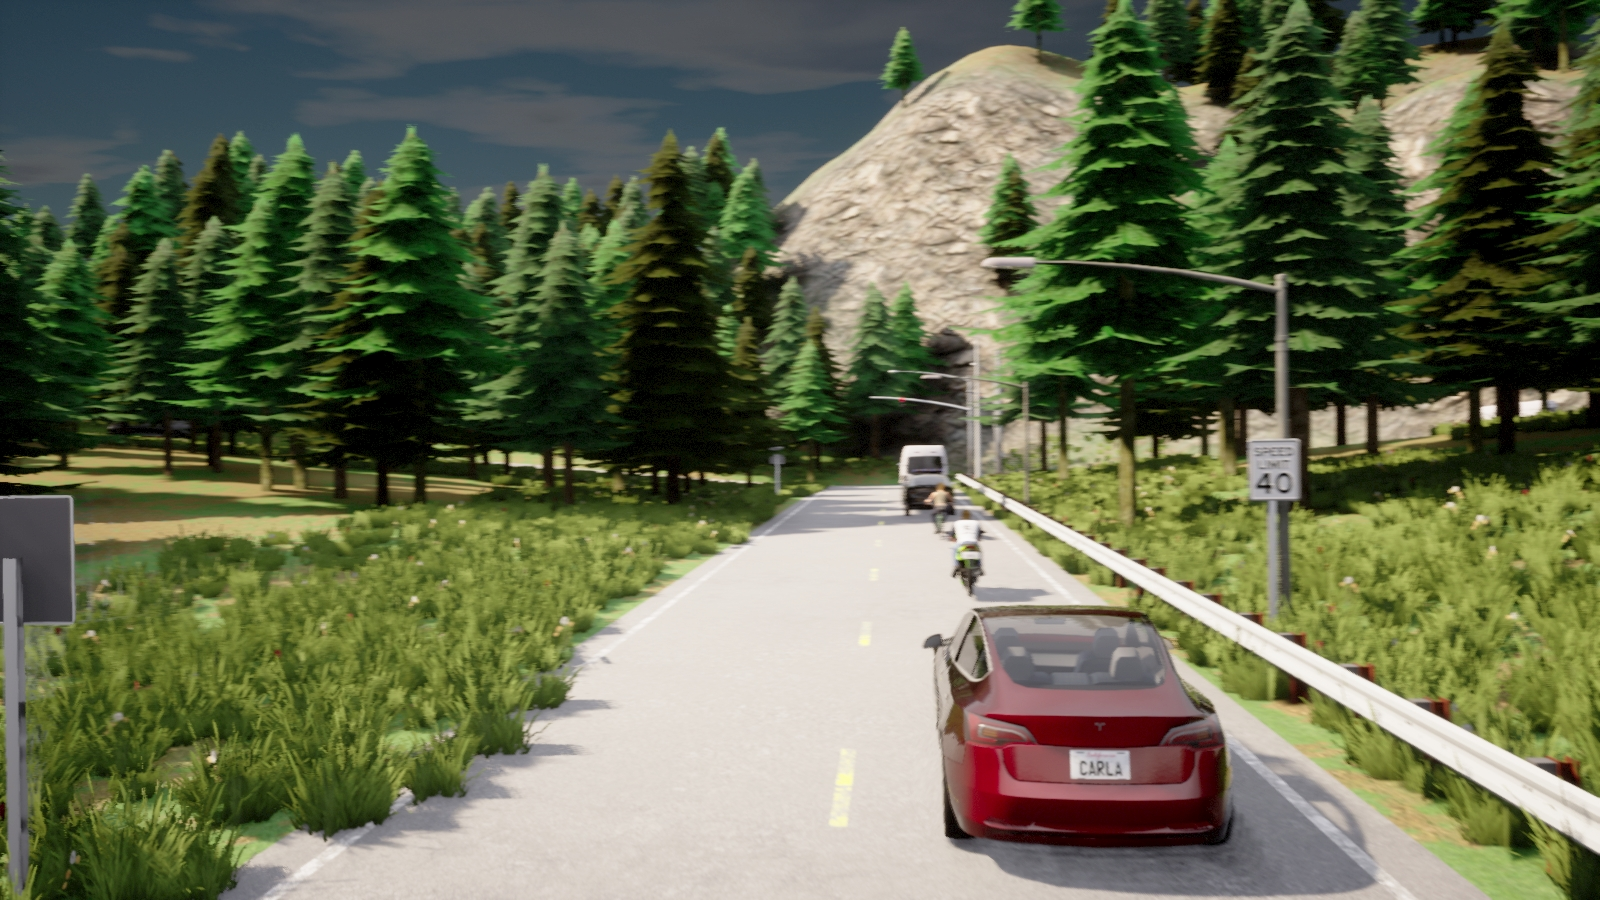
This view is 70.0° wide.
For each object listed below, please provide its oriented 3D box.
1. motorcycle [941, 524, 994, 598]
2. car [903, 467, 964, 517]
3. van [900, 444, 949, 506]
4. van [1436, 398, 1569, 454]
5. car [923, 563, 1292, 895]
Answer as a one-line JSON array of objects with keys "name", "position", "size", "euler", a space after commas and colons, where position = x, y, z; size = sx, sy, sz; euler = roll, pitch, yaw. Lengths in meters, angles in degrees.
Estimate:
[{"name": "motorcycle", "position": [3.023, 1.983, 20.804], "size": [0.803, 1.145, 2.033], "euler": [-1, 0, 5]}, {"name": "car", "position": [4.995, 1.546, 43.394], "size": [2.097, 1.638, 5.238], "euler": [-1, 0, 5]}, {"name": "van", "position": [5.474, 1.033, 50.793], "size": [1.988, 2.561, 5.915], "euler": [-1, 0, 5]}, {"name": "van", "position": [39.903, -1.318, 65.064], "size": [1.988, 2.561, 5.915], "euler": [-2, -4, -36]}, {"name": "car", "position": [2.126, 1.937, 9.384], "size": [2.163, 1.488, 4.792], "euler": [-1, 0, 6]}]
